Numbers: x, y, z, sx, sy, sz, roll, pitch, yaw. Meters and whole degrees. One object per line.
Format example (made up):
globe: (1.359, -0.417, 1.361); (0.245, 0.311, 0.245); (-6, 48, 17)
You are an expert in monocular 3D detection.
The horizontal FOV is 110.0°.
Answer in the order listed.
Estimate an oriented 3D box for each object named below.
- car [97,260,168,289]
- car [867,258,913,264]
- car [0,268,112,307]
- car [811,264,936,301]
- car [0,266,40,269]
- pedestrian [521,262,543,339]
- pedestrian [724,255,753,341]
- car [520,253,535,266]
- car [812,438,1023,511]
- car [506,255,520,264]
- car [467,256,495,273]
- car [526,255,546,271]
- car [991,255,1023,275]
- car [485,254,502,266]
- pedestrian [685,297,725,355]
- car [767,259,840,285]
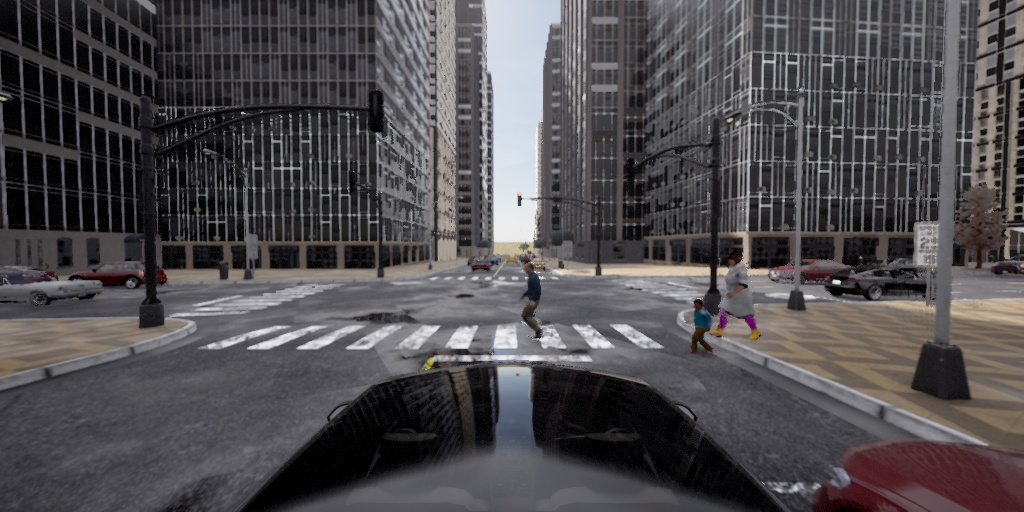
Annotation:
car: (-22.578, 1.029, 20.577); (4.097, 1.591, 1.967); (0, 0, -5)
car: (26.432, 0.824, 25.112); (4.313, 1.339, 1.948); (0, 0, -5)
car: (-20.360, 1.356, 14.942); (4.718, 1.301, 1.895); (0, 2, -5)
car: (16.125, 1.154, 15.744); (4.313, 1.339, 1.948); (0, 0, -5)
car: (-28.203, 1.209, 20.053); (4.207, 1.307, 1.802); (0, 0, -5)
pedestrian: (0.477, 0.977, 8.184); (0.375, 1.860, 0.375); (-1, 2, 0)
pedestrian: (4.732, 0.830, 7.585); (0.375, 1.860, 0.375); (-1, 2, 0)
car: (2.709, 0.500, 55.063); (2.192, 1.841, 5.009); (0, 0, 0)
car: (2.693, 1.345, 0.446); (1.802, 1.307, 4.207); (0, 0, 0)
car: (-0.027, 0.552, 65.032); (1.882, 1.535, 5.008); (0, 1, 0)
car: (-3.106, 0.983, 36.951); (1.895, 1.301, 4.718); (0, 1, 0)
car: (2.805, 0.877, 39.982); (1.751, 1.417, 4.829); (0, 0, 0)
car: (37.693, 0.622, 26.158); (4.097, 1.591, 1.967); (0, 0, -5)
car: (-3.086, 0.553, 53.590); (2.097, 1.767, 4.553); (0, 1, 0)
pedestrian: (3.715, 1.369, 6.996); (0.500, 1.100, 0.500); (-1, 2, 0)
car: (18.075, 0.922, 21.719); (4.674, 1.442, 1.812); (0, 2, -5)
